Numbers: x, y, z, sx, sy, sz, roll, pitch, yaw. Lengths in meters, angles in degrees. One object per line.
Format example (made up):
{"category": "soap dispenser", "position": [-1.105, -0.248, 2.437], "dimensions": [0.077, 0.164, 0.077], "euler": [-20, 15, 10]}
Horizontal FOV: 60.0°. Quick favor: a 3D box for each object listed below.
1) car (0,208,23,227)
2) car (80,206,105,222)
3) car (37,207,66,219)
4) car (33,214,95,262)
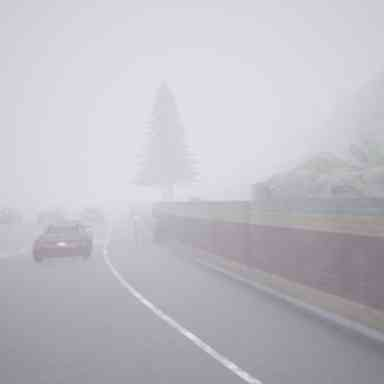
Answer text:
{"category": "car", "position": [-15.648, 2.055, 27.726], "dimensions": [2.128, 1.511, 4.902], "euler": [-1, 0, -12]}
{"category": "car", "position": [-9.021, 1.986, 30.183], "dimensions": [1.994, 1.385, 4.181], "euler": [-1, 0, -12]}
{"category": "car", "position": [-12.484, 2.022, 29.633], "dimensions": [1.812, 1.442, 4.674], "euler": [-1, 0, -12]}
{"category": "car", "position": [-5.123, 1.835, 13.556], "dimensions": [1.994, 1.385, 4.181], "euler": [-1, -1, -16]}
